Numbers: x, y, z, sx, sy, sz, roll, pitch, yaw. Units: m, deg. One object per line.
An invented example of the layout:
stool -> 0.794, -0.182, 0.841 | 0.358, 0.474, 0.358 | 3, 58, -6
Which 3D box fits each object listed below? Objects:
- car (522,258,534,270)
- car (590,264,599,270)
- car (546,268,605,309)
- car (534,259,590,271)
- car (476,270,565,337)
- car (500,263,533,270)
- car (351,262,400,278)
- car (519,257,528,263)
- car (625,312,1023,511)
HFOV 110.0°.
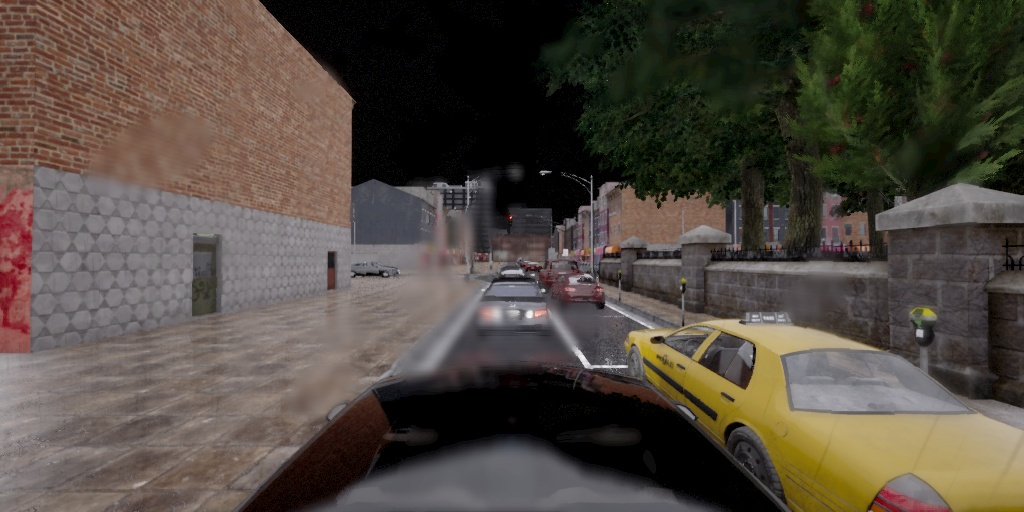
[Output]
car -> 2.614, 1.356, 46.612 | 1.888, 1.381, 4.507 | 0, 0, 0
car -> 6.299, 1.310, 35.373 | 4.902, 1.511, 2.128 | 0, 0, 8
car -> 2.633, 1.338, 14.734 | 1.802, 1.307, 4.207 | 0, 0, 0
car -> 2.630, 1.076, 20.183 | 2.192, 1.841, 5.009 | 0, 0, 0
car -> 0.063, 1.300, 10.252 | 2.033, 1.411, 5.357 | 0, 0, 0
car -> 0.015, 1.287, 19.963 | 1.812, 1.442, 4.674 | 0, 0, 1
car -> -12.411, 1.234, 31.744 | 4.902, 1.511, 2.128 | 0, -1, 0
car -> 2.604, 1.403, 62.923 | 1.888, 1.381, 4.507 | 0, 0, 0
car -> 2.639, 1.276, 4.005 | 1.751, 1.417, 4.829 | 0, 0, 0
